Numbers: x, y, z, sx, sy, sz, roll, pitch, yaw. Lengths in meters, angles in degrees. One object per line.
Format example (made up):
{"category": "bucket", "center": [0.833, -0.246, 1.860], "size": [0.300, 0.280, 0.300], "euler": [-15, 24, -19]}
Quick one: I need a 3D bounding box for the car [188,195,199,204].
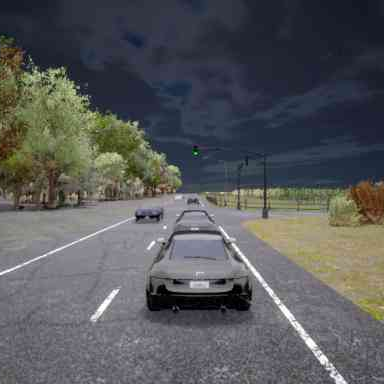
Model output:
{"category": "car", "center": [0.236, 1.355, 64.199], "size": [2.097, 1.767, 4.553], "euler": [0, 0, 0]}

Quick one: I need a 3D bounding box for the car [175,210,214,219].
{"category": "car", "center": [0.133, 1.568, 16.322], "size": [1.994, 1.385, 4.181], "euler": [0, 0, 0]}

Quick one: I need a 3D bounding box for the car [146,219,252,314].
{"category": "car", "center": [0.118, 1.566, 7.733], "size": [1.994, 1.385, 4.181], "euler": [0, 0, 0]}

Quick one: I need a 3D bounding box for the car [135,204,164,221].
{"category": "car", "center": [-3.341, 1.607, 27.000], "size": [1.895, 1.301, 4.718], "euler": [0, 0, 0]}

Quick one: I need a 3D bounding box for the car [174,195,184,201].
{"category": "car", "center": [-3.335, 1.524, 80.706], "size": [1.812, 1.442, 4.674], "euler": [0, 0, 0]}
